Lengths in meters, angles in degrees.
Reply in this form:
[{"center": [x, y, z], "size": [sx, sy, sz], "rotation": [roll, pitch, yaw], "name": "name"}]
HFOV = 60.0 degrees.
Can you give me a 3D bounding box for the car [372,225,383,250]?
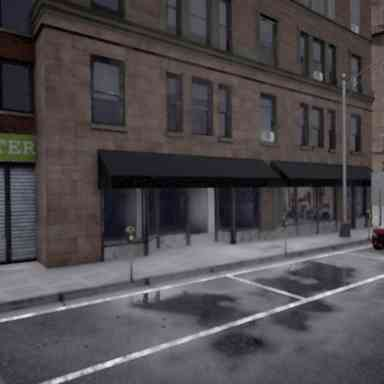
[{"center": [8.683, 1.493, 12.878], "size": [4.507, 1.381, 1.887], "rotation": [0, 0, -36], "name": "car"}]
